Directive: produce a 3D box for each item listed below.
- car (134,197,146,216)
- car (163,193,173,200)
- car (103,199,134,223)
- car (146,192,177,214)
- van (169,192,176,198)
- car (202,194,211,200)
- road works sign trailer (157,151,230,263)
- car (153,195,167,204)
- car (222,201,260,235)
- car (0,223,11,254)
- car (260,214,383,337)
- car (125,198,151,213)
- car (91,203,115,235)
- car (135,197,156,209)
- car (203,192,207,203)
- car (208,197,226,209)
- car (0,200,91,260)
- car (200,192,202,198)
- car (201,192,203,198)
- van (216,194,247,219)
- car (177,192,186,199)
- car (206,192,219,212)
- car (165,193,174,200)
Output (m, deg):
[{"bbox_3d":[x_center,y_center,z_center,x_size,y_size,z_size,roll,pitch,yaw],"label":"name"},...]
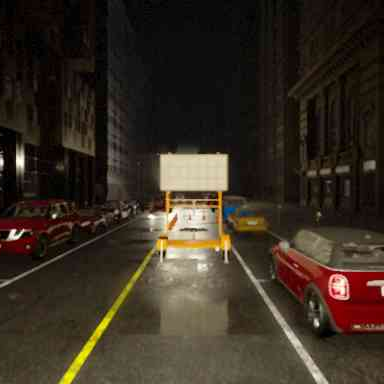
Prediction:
[{"bbox_3d":[-5.601,1.363,29.027,2.008,1.369,4.403,0,0,0],"label":"car"},{"bbox_3d":[-5.344,0.986,73.841,1.967,1.590,4.097,0,0,0],"label":"car"},{"bbox_3d":[-5.633,1.288,23.424,1.967,1.590,4.097,0,0,0],"label":"car"},{"bbox_3d":[-2.914,1.144,32.187,2.097,1.767,4.553,0,0,0],"label":"car"},{"bbox_3d":[-5.248,0.790,90.647,1.690,1.788,3.998,0,0,0],"label":"van"},{"bbox_3d":[3.182,1.127,73.803,1.802,1.307,4.206,0,0,0],"label":"car"},{"bbox_3d":[0.064,0.387,11.637,2.380,3.560,2.880,0,0,0],"label":"road works sign trailer"},{"bbox_3d":[-5.440,1.189,57.036,1.887,1.381,4.507,0,0,0],"label":"car"},{"bbox_3d":[2.861,1.407,17.958,1.752,1.417,4.829,0,0,0],"label":"car"},{"bbox_3d":[-5.729,1.538,6.619,1.802,1.307,4.206,0,0,0],"label":"car"},{"bbox_3d":[2.795,1.396,6.584,1.967,1.590,4.097,0,0,0],"label":"car"},{"bbox_3d":[-5.568,1.344,34.628,1.947,1.339,4.313,0,0,0],"label":"car"},{"bbox_3d":[-5.665,1.465,17.823,1.802,1.307,4.206,0,0,0],"label":"car"},{"bbox_3d":[-5.536,1.309,40.230,1.947,1.339,4.313,0,0,0],"label":"car"},{"bbox_3d":[3.020,1.024,45.794,2.192,1.841,5.009,0,0,0],"label":"car"},{"bbox_3d":[2.989,1.325,40.194,1.802,1.307,4.206,0,0,0],"label":"car"},{"bbox_3d":[-5.698,1.235,12.219,2.192,1.841,5.009,0,0,0],"label":"car"},{"bbox_3d":[3.149,1.018,68.201,1.967,1.590,4.097,0,0,0],"label":"car"},{"bbox_3d":[3.085,1.083,56.998,1.967,1.590,4.097,0,0,0],"label":"car"},{"bbox_3d":[2.891,1.188,23.388,1.690,1.788,3.998,0,0,0],"label":"van"},{"bbox_3d":[-2.570,0.718,75.160,2.150,2.045,5.566,0,0,0],"label":"car"},{"bbox_3d":[2.956,1.092,34.591,2.192,1.841,5.009,0,0,0],"label":"car"},{"bbox_3d":[-5.311,1.058,79.443,1.887,1.381,4.507,0,0,0],"label":"car"}]
